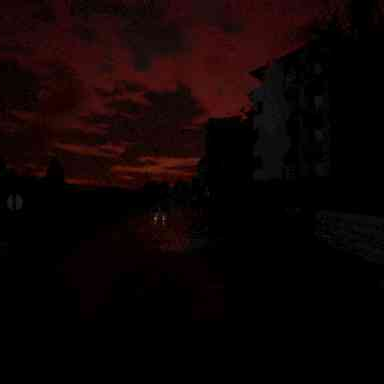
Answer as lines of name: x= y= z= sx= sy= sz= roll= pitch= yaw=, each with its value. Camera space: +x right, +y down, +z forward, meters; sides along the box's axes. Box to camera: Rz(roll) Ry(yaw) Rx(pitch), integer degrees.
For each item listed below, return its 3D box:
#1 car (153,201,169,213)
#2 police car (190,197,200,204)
car: x=-4.071 y=1.932 z=44.010 sx=2.128 sy=1.511 sz=4.902 roll=0 pitch=-1 yaw=0
police car: x=1.217 y=2.327 z=90.911 sx=1.930 sy=1.638 sz=5.238 roll=0 pitch=-1 yaw=0
